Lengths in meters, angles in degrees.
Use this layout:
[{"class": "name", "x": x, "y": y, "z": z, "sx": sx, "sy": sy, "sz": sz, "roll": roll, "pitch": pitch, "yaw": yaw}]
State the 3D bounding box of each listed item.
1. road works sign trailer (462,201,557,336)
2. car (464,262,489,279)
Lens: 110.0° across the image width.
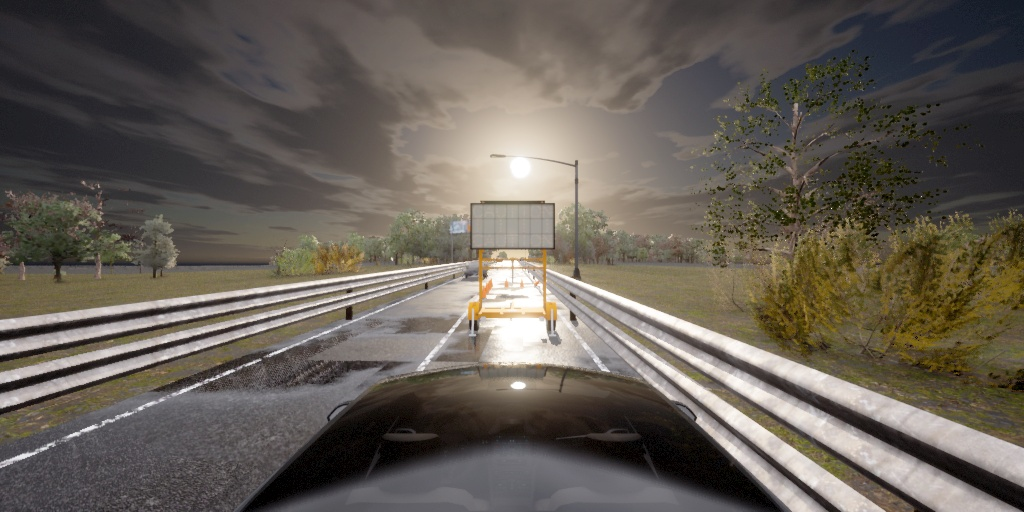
[{"class": "road works sign trailer", "x": 0.021, "y": 0.218, "z": 10.343, "sx": 2.380, "sy": 3.560, "sz": 2.880, "roll": 0, "pitch": 0, "yaw": 0}, {"class": "car", "x": -3.212, "y": 1.287, "z": 33.046, "sx": 1.812, "sy": 1.442, "sz": 4.674, "roll": 0, "pitch": 0, "yaw": 0}]
